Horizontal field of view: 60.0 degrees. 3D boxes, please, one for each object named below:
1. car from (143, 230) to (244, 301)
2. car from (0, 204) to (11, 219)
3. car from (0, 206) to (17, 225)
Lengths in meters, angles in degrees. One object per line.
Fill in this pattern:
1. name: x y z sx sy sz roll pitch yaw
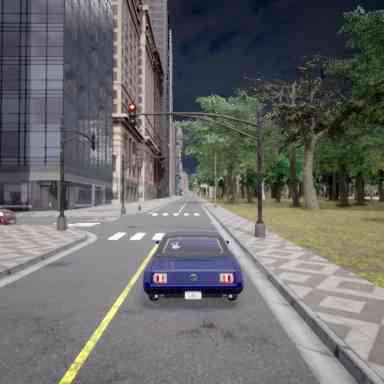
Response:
1. car: 0.014 1.607 8.311 1.895 1.301 4.718 0 0 0
2. car: -18.967 1.725 29.837 4.313 1.339 1.947 0 -1 0
3. car: -13.514 1.371 21.319 4.097 1.590 1.967 0 -2 -1
